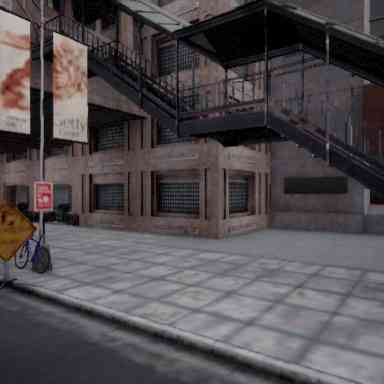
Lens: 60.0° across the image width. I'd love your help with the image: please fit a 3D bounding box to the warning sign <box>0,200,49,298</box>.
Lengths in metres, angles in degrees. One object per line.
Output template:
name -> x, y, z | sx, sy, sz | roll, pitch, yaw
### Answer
warning sign -> -3.925, 1.112, 7.038 | 1.060, 1.860, 1.300 | 0, 0, 35
